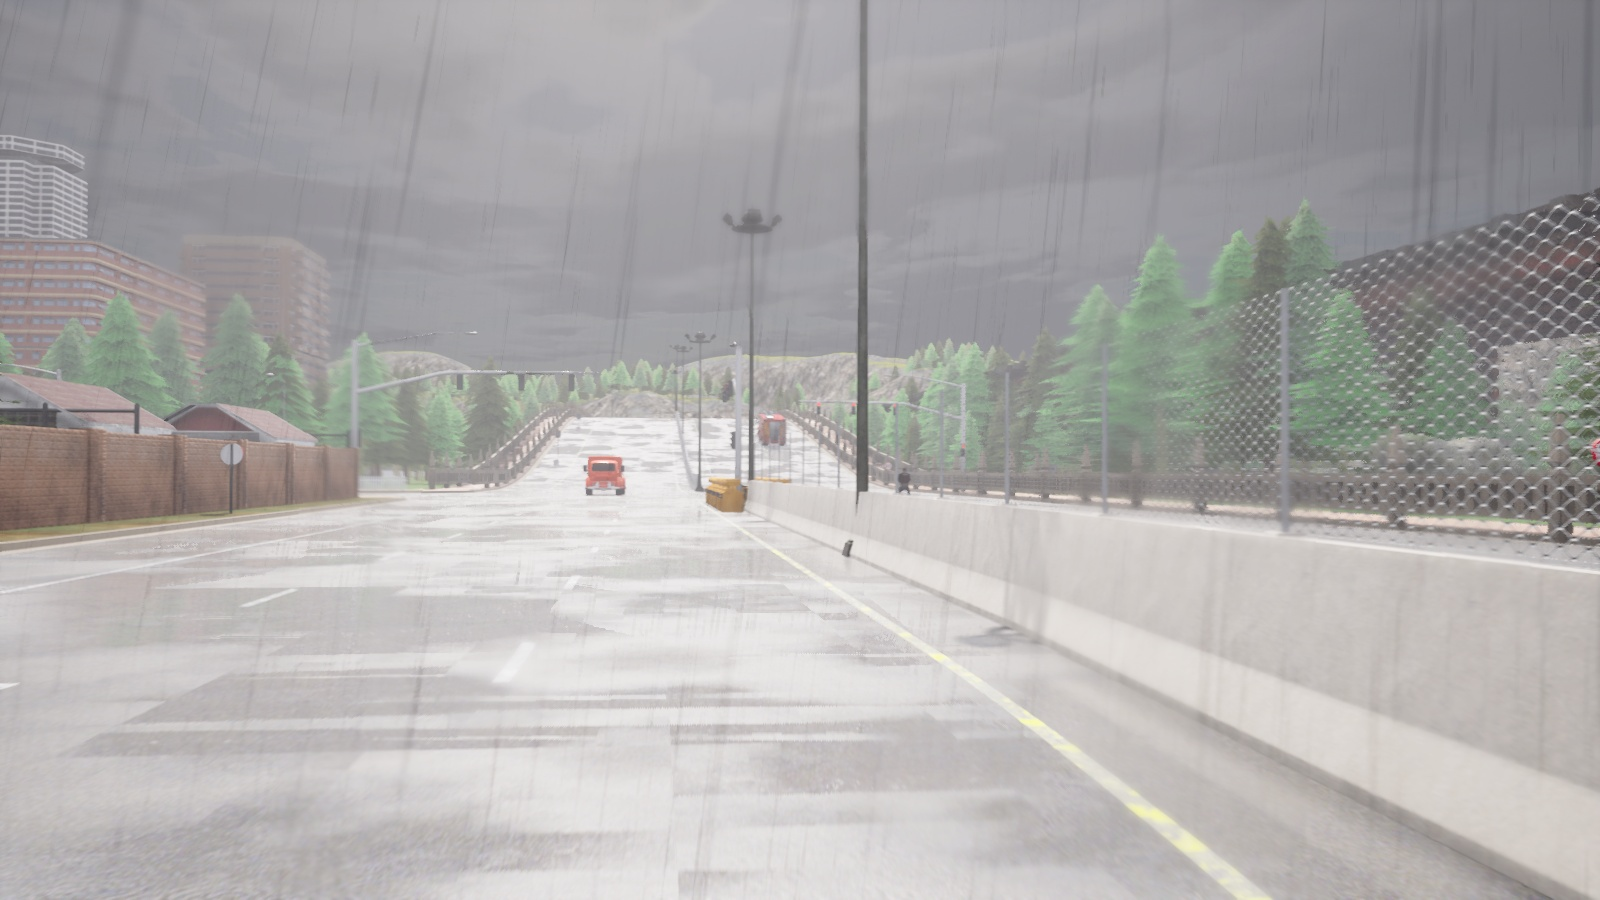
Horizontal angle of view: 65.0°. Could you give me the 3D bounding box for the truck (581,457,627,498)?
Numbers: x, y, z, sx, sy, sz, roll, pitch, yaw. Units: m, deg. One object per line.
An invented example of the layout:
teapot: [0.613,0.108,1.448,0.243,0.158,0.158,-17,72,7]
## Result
truck: [-12.330,1.707,79.321,2.627,2.467,5.204,0,-1,-7]
